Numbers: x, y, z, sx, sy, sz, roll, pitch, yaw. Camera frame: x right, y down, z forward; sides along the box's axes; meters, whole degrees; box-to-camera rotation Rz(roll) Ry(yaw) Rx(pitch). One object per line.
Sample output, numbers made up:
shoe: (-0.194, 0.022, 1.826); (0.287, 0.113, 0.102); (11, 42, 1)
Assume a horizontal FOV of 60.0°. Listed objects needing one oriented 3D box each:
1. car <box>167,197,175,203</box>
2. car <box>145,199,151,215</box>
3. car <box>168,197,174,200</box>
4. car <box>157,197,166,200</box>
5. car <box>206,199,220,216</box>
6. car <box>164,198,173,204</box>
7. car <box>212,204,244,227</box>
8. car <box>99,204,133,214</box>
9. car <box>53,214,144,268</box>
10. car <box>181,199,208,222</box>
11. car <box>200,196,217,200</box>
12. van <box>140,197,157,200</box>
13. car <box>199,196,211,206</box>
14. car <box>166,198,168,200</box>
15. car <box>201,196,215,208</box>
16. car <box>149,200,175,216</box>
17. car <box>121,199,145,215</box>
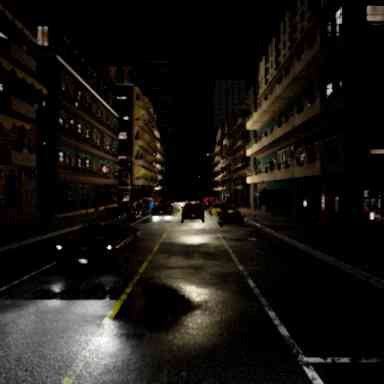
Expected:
car: (-5.687, 2.188, 91.009); (2.008, 1.369, 4.403); (-1, 0, 0)
car: (-5.662, 1.795, 34.990); (2.008, 1.369, 4.403); (-1, 0, 0)
car: (-5.689, 2.101, 74.203); (1.802, 1.307, 4.206); (-1, 0, 0)
car: (-5.686, 1.676, 51.797); (2.192, 1.841, 5.009); (-1, 0, 0)
car: (2.685, 1.770, 35.130); (1.752, 1.417, 4.829); (-1, 0, 0)
car: (-5.689, 2.140, 79.805); (1.802, 1.307, 4.206); (-1, 0, 0)
car: (2.685, 1.747, 23.756); (1.802, 1.307, 4.206); (-1, 0, 0)
car: (-5.663, 1.748, 23.786); (1.802, 1.307, 4.206); (-1, 0, 0)
car: (-3.089, 1.683, 11.701); (1.895, 1.301, 4.718); (0, 0, 0)
car: (0.086, 1.673, 28.054); (1.882, 1.535, 5.008); (0, 0, 0)
car: (2.684, 1.636, 46.166); (2.192, 1.841, 5.009); (-1, 0, 0)
van: (-5.664, 1.624, 40.593); (1.690, 1.788, 3.998); (-1, 0, 0)
car: (2.687, 1.793, 68.573); (2.192, 1.841, 5.009); (-1, 0, 0)
car: (-5.699, 1.951, 57.398); (2.008, 1.369, 4.403); (-1, 0, 0)
car: (2.685, 1.714, 57.369); (2.192, 1.841, 5.009); (-1, 0, 0)
car: (-3.040, 1.809, 35.119); (1.994, 1.385, 4.181); (0, -1, 1)
car: (-5.664, 1.645, 29.388); (1.967, 1.590, 4.097); (-1, 0, 0)
